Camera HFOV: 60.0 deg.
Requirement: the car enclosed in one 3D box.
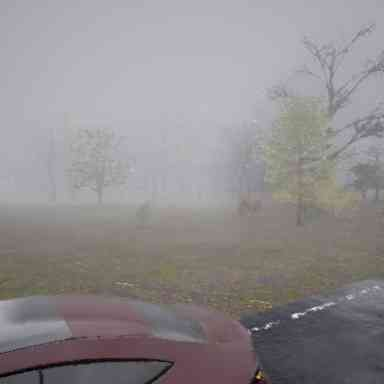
[{"bbox_3d":[-1.506,1.527,1.998,4.674,1.442,1.812,0,0,-35],"label":"car"}]
